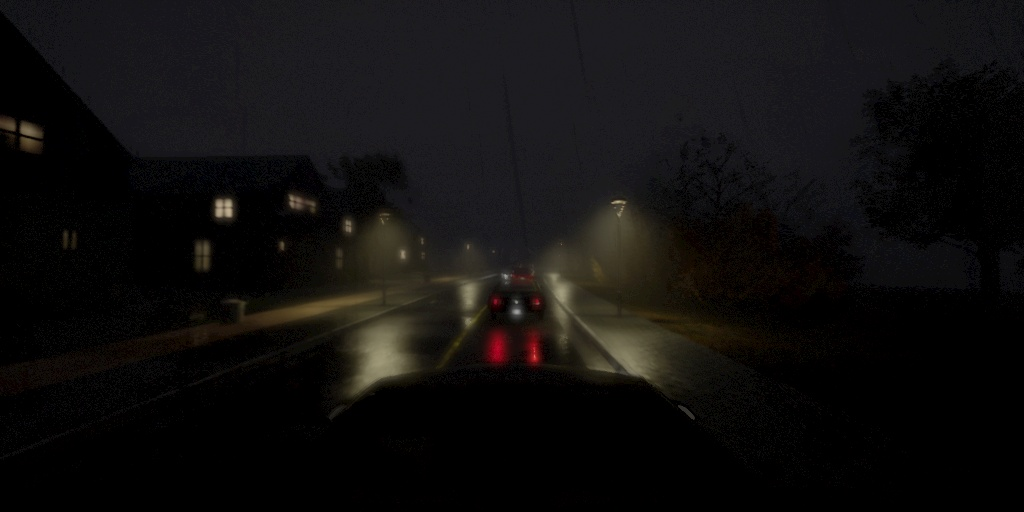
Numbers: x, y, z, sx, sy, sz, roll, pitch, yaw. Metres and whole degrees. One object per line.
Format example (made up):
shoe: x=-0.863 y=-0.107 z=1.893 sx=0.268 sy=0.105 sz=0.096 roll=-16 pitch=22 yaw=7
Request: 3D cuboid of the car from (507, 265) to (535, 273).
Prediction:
car: x=0.935 y=1.664 z=29.340 sx=1.994 sy=1.385 sz=4.181 roll=0 pitch=-1 yaw=4

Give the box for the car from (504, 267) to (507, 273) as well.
car: x=0.012 y=1.986 z=52.922 sx=1.812 sy=1.442 sz=4.674 roll=0 pitch=-1 yaw=6

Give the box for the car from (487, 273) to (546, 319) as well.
car: x=0.231 y=1.496 z=13.497 sx=1.895 sy=1.301 sz=4.718 roll=0 pitch=-1 yaw=2
